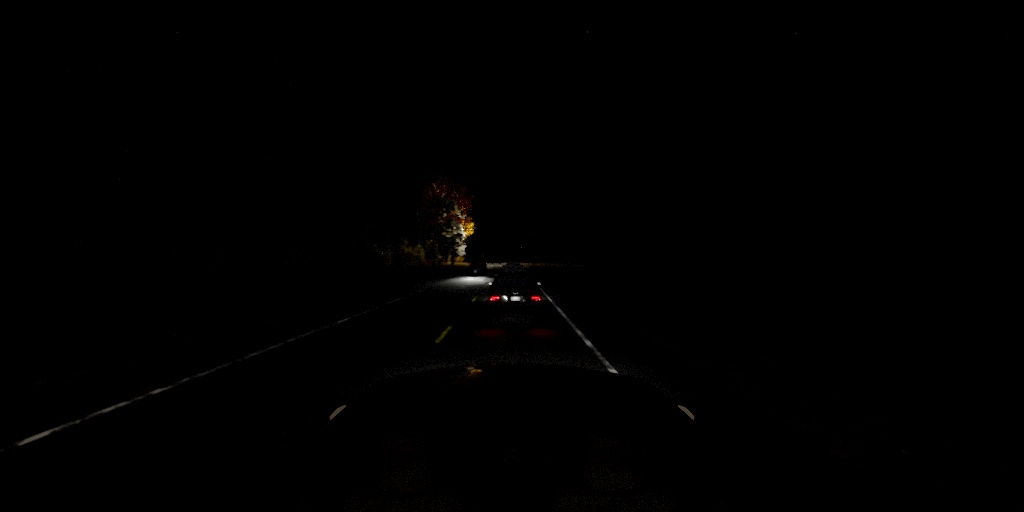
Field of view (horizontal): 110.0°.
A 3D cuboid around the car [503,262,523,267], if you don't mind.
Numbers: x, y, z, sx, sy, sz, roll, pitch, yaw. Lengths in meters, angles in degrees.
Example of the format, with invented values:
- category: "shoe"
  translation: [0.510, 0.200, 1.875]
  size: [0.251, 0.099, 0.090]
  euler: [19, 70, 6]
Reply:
- category: "car"
  translation: [0.099, 1.301, 34.408]
  size: [1.812, 1.442, 4.674]
  euler: [0, 0, 0]

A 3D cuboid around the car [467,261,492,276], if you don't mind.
- category: "car"
  translation: [-3.579, 1.269, 37.634]
  size: [2.128, 1.511, 4.902]
  euler: [0, 0, 0]

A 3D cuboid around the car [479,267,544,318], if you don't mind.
- category: "car"
  translation: [0.093, 1.303, 13.015]
  size: [2.033, 1.411, 5.357]
  euler: [0, 0, 0]
